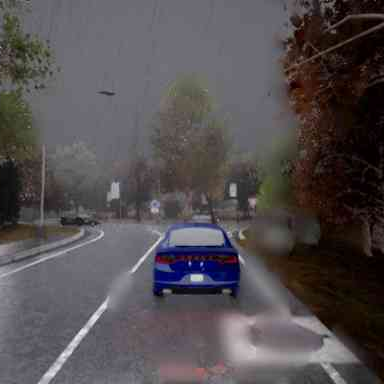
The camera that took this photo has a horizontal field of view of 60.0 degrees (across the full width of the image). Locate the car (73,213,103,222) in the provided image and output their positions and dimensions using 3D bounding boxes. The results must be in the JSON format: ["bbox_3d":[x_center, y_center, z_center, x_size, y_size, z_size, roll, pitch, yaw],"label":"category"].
[{"bbox_3d":[-17.927,4.395,57.407,1.882,1.535,5.008,-3,-4,30],"label":"car"}]

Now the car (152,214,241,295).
[{"bbox_3d":[0.111,1.545,8.855,1.882,1.535,5.008,0,-1,0],"label":"car"}]

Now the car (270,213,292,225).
[{"bbox_3d":[11.571,3.435,42.686,1.837,1.490,4.892,-1,-4,33],"label":"car"}]

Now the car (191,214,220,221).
[{"bbox_3d":[2.589,5.000,65.689,5.357,1.411,2.033,-1,-4,21],"label":"car"}]

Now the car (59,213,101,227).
[{"bbox_3d":[-12.279,3.031,36.073,5.357,1.411,2.033,-3,-5,39],"label":"car"}]
